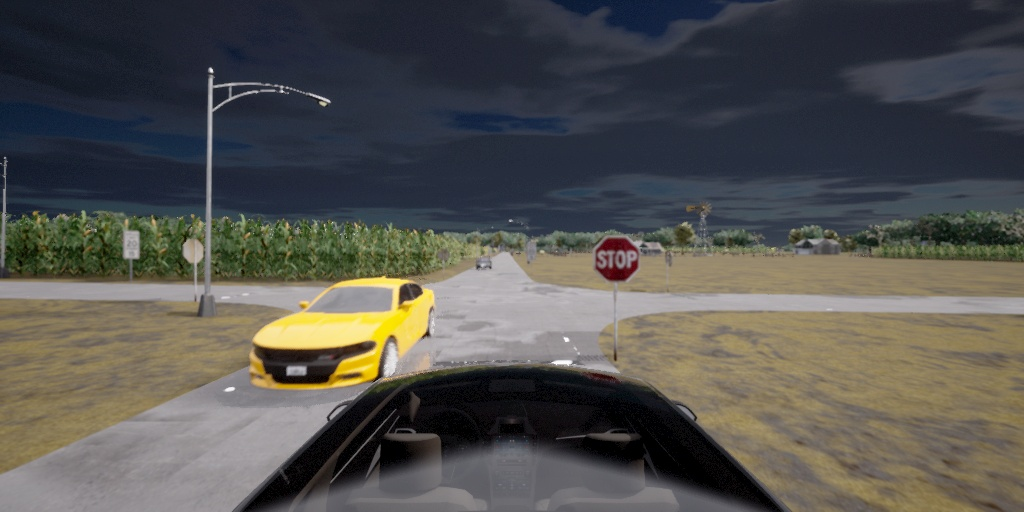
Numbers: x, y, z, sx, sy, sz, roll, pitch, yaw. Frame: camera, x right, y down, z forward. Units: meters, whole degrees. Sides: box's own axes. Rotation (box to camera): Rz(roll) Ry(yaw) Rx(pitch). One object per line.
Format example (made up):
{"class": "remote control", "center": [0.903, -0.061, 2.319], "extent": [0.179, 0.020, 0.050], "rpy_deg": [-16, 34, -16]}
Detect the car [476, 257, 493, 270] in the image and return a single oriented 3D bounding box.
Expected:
{"class": "car", "center": [-3.360, 0.899, 43.666], "extent": [2.128, 1.511, 4.902], "rpy_deg": [0, 1, -1]}

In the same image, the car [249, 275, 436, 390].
{"class": "car", "center": [-2.819, 1.197, 7.134], "extent": [1.882, 1.535, 5.008], "rpy_deg": [0, 0, -1]}
